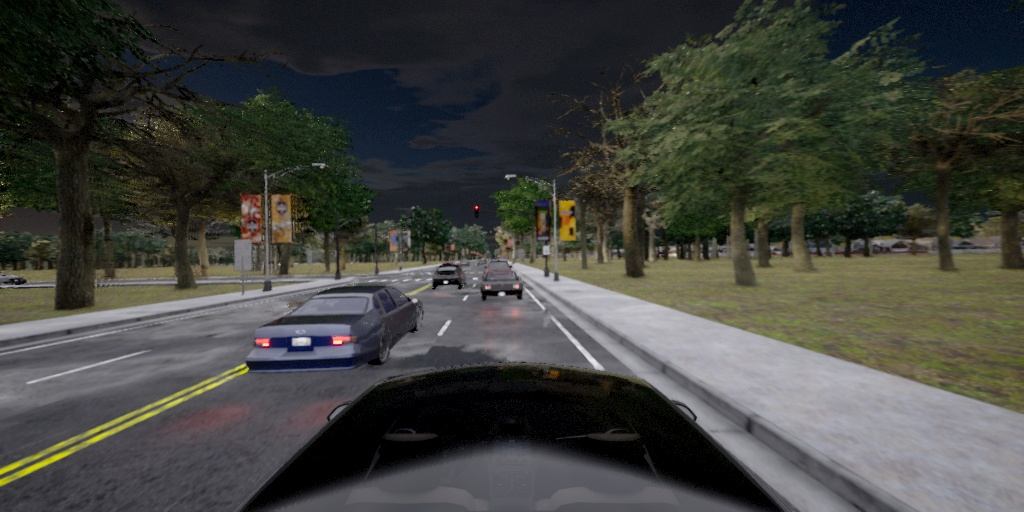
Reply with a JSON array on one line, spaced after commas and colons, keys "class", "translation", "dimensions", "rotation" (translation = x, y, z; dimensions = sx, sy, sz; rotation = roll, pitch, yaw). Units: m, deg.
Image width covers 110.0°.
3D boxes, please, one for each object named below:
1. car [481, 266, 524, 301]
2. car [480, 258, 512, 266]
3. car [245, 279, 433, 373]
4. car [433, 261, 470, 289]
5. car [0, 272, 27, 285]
[{"class": "car", "translation": [-0.528, 1.352, 17.573], "dimensions": [1.895, 1.301, 4.718], "rotation": [-1, 0, -3]}, {"class": "car", "translation": [-0.993, 1.109, 26.606], "dimensions": [2.097, 1.767, 4.553], "rotation": [-1, 0, -2]}, {"class": "car", "translation": [-3.338, 1.361, 7.996], "dimensions": [2.033, 1.411, 5.357], "rotation": [-1, 0, -3]}, {"class": "car", "translation": [-4.077, 1.325, 23.855], "dimensions": [1.837, 1.490, 4.892], "rotation": [-1, 0, -3]}, {"class": "car", "translation": [-50.328, 2.276, 34.889], "dimensions": [4.181, 1.385, 1.994], "rotation": [-1, 0, -2]}]
